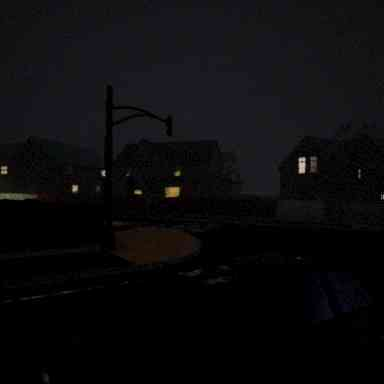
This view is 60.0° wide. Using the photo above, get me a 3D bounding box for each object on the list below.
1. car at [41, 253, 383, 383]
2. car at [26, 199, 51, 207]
[{"bbox_3d":[1.070,1.582,4.324,5.357,1.411,2.033,1,0,-35],"label":"car"},{"bbox_3d":[-10.183,1.152,22.129,4.181,1.385,1.994,1,0,19],"label":"car"}]
